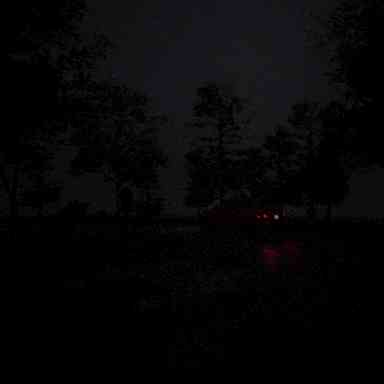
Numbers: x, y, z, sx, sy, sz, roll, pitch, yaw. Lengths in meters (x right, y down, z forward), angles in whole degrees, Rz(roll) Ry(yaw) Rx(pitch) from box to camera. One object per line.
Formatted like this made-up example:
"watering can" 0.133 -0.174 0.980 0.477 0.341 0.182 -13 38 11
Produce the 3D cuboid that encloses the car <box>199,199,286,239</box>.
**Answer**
"car" 2.688 1.393 18.953 2.150 2.045 5.566 1 -1 -36
